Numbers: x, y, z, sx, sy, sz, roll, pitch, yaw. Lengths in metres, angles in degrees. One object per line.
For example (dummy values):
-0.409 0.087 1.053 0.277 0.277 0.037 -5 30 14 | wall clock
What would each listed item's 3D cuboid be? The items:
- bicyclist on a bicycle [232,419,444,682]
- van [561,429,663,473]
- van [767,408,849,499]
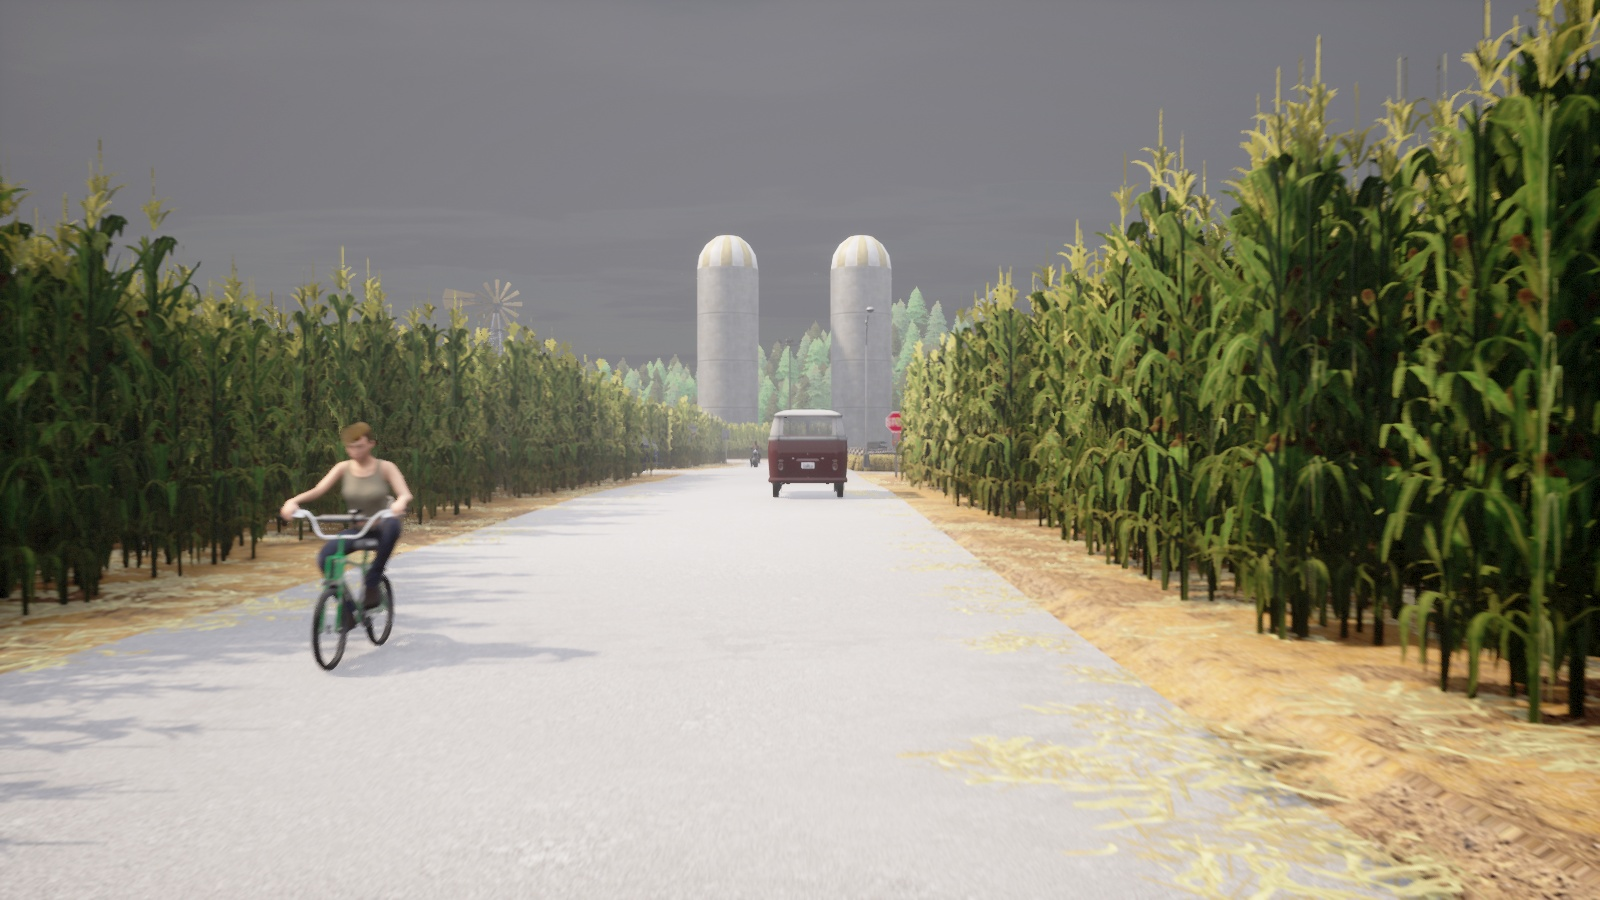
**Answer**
-3.047 0.610 8.454 0.866 1.612 1.509 0 1 0 | bicyclist on a bicycle
-8.584 0.058 57.627 4.442 1.987 1.775 0 0 -3 | van
0.185 0.057 29.659 1.775 1.987 4.442 0 1 0 | van
